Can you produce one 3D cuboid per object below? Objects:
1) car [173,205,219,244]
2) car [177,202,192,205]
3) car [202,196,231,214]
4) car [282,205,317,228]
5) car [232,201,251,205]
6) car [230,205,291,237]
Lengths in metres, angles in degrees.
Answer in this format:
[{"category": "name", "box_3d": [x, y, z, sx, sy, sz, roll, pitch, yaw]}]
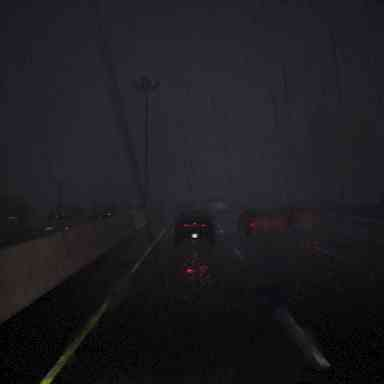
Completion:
[{"category": "car", "box_3d": [0.122, 1.609, 16.533, 1.837, 1.490, 4.892, 0, 0, 0]}, {"category": "car", "box_3d": [-0.860, 1.837, 37.676, 1.895, 1.301, 4.718, 0, 0, -7]}, {"category": "car", "box_3d": [2.593, 1.461, 38.296, 2.150, 2.045, 5.566, 0, 0, -7]}, {"category": "car", "box_3d": [7.096, 1.649, 23.173, 1.837, 1.490, 4.892, 0, 0, -1]}, {"category": "car", "box_3d": [5.867, 1.774, 39.729, 1.812, 1.442, 4.674, 0, 0, -8]}, {"category": "car", "box_3d": [3.625, 1.665, 18.738, 2.033, 1.411, 5.357, 0, 0, 0]}]
